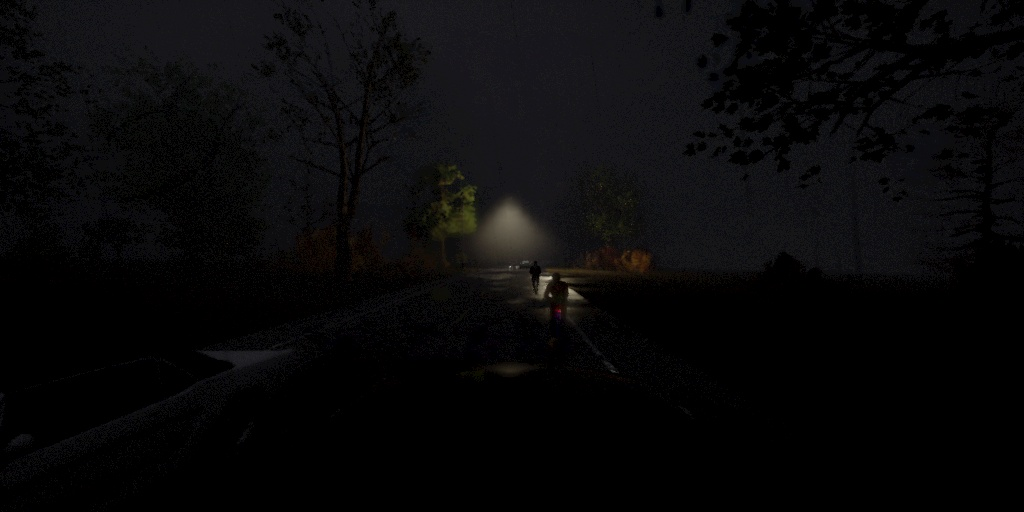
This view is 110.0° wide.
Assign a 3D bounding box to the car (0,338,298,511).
[{"bbox_3d":[-3.588,1.350,2.188,1.895,1.301,4.718,0,0,0],"label":"car"}]

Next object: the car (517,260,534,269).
[{"bbox_3d":[2.302,1.414,58.942,1.994,1.385,4.181,0,0,5],"label":"car"}]

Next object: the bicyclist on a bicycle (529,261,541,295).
[{"bbox_3d":[1.182,1.119,18.091,0.659,1.776,1.843,0,0,1],"label":"bicyclist on a bicycle"}]

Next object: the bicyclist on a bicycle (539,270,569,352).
[{"bbox_3d":[1.013,1.202,7.965,0.582,1.620,1.656,0,0,1],"label":"bicyclist on a bicycle"}]
